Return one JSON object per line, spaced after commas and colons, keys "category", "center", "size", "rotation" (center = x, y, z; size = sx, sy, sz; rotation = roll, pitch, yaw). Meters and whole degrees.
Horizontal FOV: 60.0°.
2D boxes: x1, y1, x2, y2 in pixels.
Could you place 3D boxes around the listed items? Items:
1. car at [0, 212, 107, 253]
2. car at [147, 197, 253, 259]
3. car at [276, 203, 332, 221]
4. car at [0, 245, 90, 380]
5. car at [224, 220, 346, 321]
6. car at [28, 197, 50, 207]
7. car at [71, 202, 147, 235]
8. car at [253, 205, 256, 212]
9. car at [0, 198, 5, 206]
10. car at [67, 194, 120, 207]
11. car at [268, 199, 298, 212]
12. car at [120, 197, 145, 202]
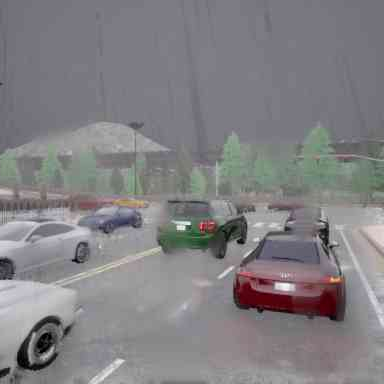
{"category": "car", "center": [-4.692, 1.526, 9.500], "size": [1.812, 1.442, 4.674], "rotation": [0, 0, 21]}
{"category": "car", "center": [0.634, 1.221, 12.996], "size": [2.150, 2.045, 5.566], "rotation": [0, 0, 21]}
{"category": "car", "center": [5.504, 1.492, 15.774], "size": [2.128, 1.511, 4.902], "rotation": [0, 0, 22]}
{"category": "car", "center": [-3.243, 1.601, 3.119], "size": [1.895, 1.301, 4.718], "rotation": [0, 0, 21]}
{"category": "car", "center": [2.271, 1.564, 7.472], "size": [1.994, 1.385, 4.181], "rotation": [0, 0, 21]}
{"category": "car", "center": [-22.440, 1.408, 48.321], "size": [4.181, 1.385, 1.994], "rotation": [2, 1, 20]}
{"category": "car", "center": [-4.560, 1.526, 19.193], "size": [1.812, 1.442, 4.674], "rotation": [0, 0, 22]}
{"category": "car", "center": [4.208, 1.477, 35.072], "size": [5.008, 1.535, 1.882], "rotation": [0, 0, 20]}
{"category": "car", "center": [-28.053, 1.195, 46.623], "size": [4.181, 1.385, 1.994], "rotation": [3, 1, 20]}
{"category": "car", "center": [-11.212, 1.222, 36.861], "size": [5.566, 2.045, 2.150], "rotation": [0, 0, 20]}
{"category": "car", "center": [10.717, 1.525, 36.474], "size": [4.674, 1.442, 1.812], "rotation": [0, 0, 19]}
{"category": "car", "center": [-7.909, 1.474, 43.116], "size": [5.008, 1.535, 1.882], "rotation": [0, 0, 20]}
